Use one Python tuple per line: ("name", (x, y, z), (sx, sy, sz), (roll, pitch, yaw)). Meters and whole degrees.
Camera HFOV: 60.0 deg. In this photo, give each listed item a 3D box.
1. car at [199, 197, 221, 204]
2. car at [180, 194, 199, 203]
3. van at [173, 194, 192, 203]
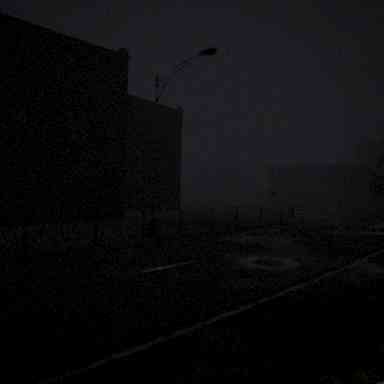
("car", (4.379, 1.895, 70.858), (2.163, 1.488, 4.792), (1, -1, 38))
("car", (0.155, 1.643, 74.273), (2.185, 1.767, 4.553), (1, -1, 38))
("van", (-2.216, 1.482, 75.959), (1.878, 1.987, 4.442), (2, 0, 38))
